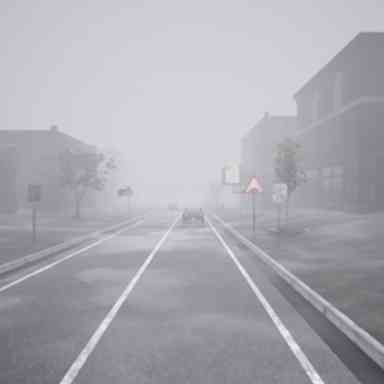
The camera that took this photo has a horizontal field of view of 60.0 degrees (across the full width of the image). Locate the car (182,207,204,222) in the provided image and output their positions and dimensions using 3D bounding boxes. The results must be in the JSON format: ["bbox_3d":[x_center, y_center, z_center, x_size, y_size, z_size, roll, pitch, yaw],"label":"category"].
[{"bbox_3d":[0.098,2.031,30.359,1.895,1.301,4.718,0,-1,0],"label":"car"}]

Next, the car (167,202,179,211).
[{"bbox_3d":[-3.046,2.379,55.057,2.033,1.411,5.357,0,-1,1],"label":"car"}]
